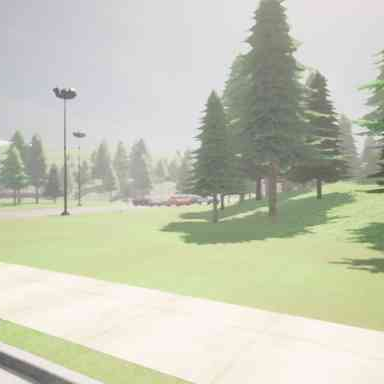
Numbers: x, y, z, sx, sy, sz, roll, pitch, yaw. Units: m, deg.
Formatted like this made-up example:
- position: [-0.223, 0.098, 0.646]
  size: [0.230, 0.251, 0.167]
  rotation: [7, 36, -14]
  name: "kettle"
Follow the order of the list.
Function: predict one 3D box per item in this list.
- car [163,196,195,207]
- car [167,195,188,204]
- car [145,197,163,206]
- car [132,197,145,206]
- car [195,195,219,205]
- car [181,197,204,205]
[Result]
- position: [-2.086, 1.483, 54.714]
  size: [2.097, 1.767, 4.553]
  rotation: [0, 0, 32]
  name: "car"
- position: [-2.844, 1.514, 66.839]
  size: [2.097, 1.767, 4.553]
  rotation: [0, 0, 32]
  name: "car"
- position: [-5.272, 1.750, 56.223]
  size: [1.895, 1.301, 4.718]
  rotation: [0, 0, 32]
  name: "car"
- position: [-8.272, 1.659, 58.032]
  size: [2.128, 1.511, 4.902]
  rotation: [0, 0, 33]
  name: "car"
- position: [3.128, 1.347, 63.189]
  size: [2.150, 2.045, 5.566]
  rotation: [0, 0, 32]
  name: "car"
- position: [0.143, 1.691, 65.013]
  size: [2.033, 1.411, 5.357]
  rotation: [0, 0, 32]
  name: "car"
